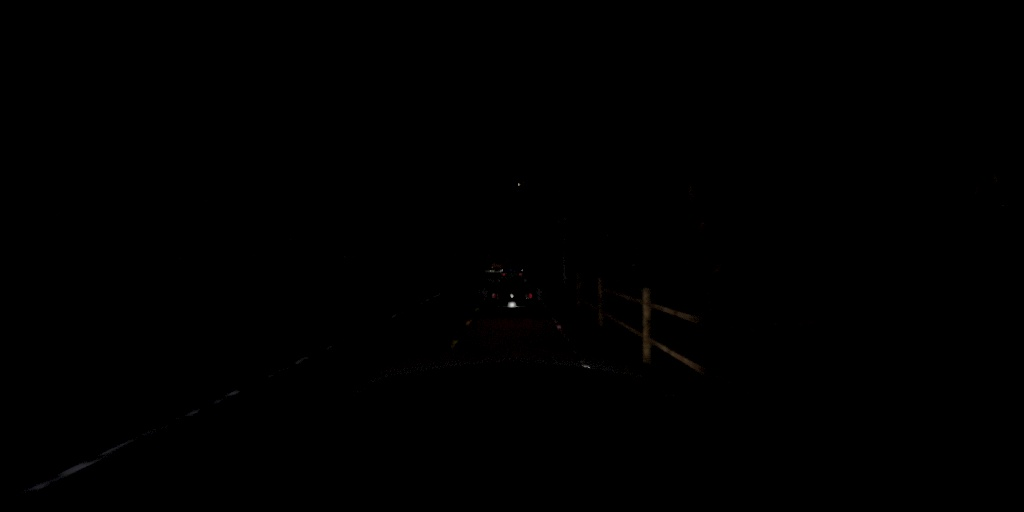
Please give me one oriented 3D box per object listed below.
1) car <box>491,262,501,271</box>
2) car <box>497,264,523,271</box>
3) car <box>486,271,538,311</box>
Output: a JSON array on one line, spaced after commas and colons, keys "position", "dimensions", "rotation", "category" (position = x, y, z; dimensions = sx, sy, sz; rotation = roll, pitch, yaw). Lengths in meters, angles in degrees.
[{"position": [-2.773, 1.900, 65.221], "dimensions": [1.882, 1.535, 5.008], "rotation": [0, -1, 1], "category": "car"}, {"position": [0.021, 1.602, 30.416], "dimensions": [1.994, 1.385, 4.181], "rotation": [0, -1, 0], "category": "car"}, {"position": [0.016, 1.481, 15.100], "dimensions": [1.895, 1.301, 4.718], "rotation": [0, -1, 0], "category": "car"}]
